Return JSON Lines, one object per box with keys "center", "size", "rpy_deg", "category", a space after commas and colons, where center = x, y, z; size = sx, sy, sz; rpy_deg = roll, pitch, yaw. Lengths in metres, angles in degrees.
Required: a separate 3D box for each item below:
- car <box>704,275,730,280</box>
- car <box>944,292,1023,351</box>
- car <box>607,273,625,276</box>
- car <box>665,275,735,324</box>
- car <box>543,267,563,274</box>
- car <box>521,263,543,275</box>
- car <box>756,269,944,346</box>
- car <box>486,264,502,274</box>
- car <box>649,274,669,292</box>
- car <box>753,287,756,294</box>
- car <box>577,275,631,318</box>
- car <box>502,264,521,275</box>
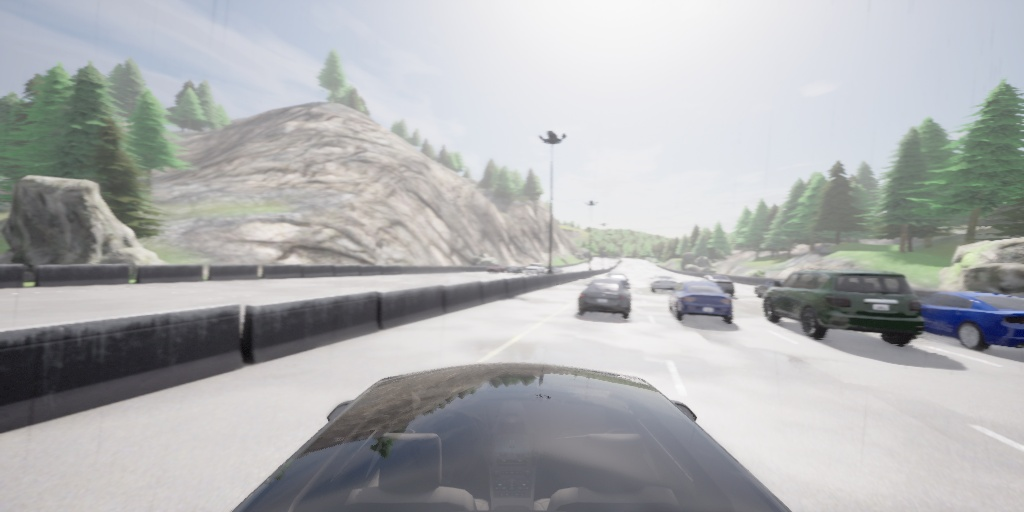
{"center": [15.161, 2.184, 26.829], "size": [2.128, 1.511, 4.902], "rpy_deg": [2, -1, 19], "category": "car"}
{"center": [13.540, 1.802, 10.617], "size": [1.882, 1.535, 5.008], "rpy_deg": [2, -1, 19], "category": "car"}
{"center": [7.835, 2.002, 27.012], "size": [2.033, 1.411, 5.357], "rpy_deg": [2, -1, 19], "category": "car"}
{"center": [7.427, 1.721, 14.390], "size": [1.812, 1.442, 4.674], "rpy_deg": [2, -1, 19], "category": "car"}
{"center": [7.188, 2.603, 59.081], "size": [2.033, 1.411, 5.357], "rpy_deg": [2, -1, 19], "category": "car"}
{"center": [3.839, 2.185, 60.078], "size": [2.150, 2.045, 5.566], "rpy_deg": [1, -1, 19], "category": "car"}
{"center": [10.191, 1.456, 11.618], "size": [2.150, 2.045, 5.566], "rpy_deg": [2, -1, 19], "category": "car"}
{"center": [-2.792, 2.140, 62.306], "size": [2.097, 1.767, 4.553], "rpy_deg": [2, -1, 19], "category": "car"}
{"center": [12.091, 2.152, 28.681], "size": [1.812, 1.442, 4.674], "rpy_deg": [2, -1, 19], "category": "car"}
{"center": [17.811, 2.268, 23.749], "size": [2.033, 1.411, 5.357], "rpy_deg": [2, -1, 19], "category": "car"}
{"center": [3.935, 1.656, 14.981], "size": [1.994, 1.385, 4.181], "rpy_deg": [2, -1, 19], "category": "car"}
{"center": [0.514, 2.368, 61.191], "size": [2.128, 1.511, 4.902], "rpy_deg": [2, -1, 19], "category": "car"}
